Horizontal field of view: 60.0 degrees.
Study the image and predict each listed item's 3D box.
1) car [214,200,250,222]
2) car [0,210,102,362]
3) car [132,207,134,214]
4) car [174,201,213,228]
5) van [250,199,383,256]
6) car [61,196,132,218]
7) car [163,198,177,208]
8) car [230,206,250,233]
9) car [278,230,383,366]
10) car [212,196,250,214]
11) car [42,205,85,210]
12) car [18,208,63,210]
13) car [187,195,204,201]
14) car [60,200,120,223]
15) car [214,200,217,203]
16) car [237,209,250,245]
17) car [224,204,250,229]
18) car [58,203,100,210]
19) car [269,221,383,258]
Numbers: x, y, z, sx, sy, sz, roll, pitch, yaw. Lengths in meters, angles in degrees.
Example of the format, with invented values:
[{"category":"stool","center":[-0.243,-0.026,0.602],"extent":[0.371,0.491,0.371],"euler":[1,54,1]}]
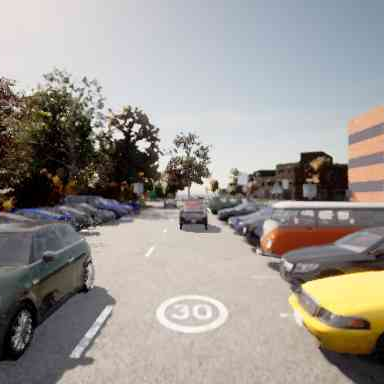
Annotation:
[{"category":"car","center":[4.419,1.589,24.639],"extent":[5.008,1.535,2.097],"euler":[0,0,0]},{"category":"car","center":[-3.350,1.380,5.953],"extent":[2.097,1.767,4.553],"euler":[0,0,0]},{"category":"car","center":[-8.097,1.482,33.034],"extent":[4.553,1.767,2.185],"euler":[0,-1,0]},{"category":"car","center":[0.099,1.594,22.844],"extent":[2.128,1.511,4.902],"euler":[0,0,0]},{"category":"van","center":[4.297,1.302,10.512],"extent":[4.442,1.987,1.878],"euler":[0,0,0]},{"category":"car","center":[-8.132,1.347,27.255],"extent":[5.566,2.045,2.435],"euler":[0,0,0]},{"category":"car","center":[-3.254,1.710,50.426],"extent":[1.812,1.442,4.674],"euler":[0,0,0]},{"category":"car","center":[4.411,1.594,16.162],"extent":[4.674,1.452,2.002],"euler":[0,0,0]},{"category":"car","center":[4.229,1.500,4.860],"extent":[5.366,1.575,1.946],"euler":[0,0,0]},{"category":"car","center":[4.441,1.356,30.292],"extent":[5.566,2.045,2.435],"euler":[0,0,0]},{"category":"car","center":[-8.150,1.553,16.083],"extent":[5.008,1.535,2.097],"euler":[0,0,0]},{"category":"car","center":[-8.150,1.540,13.259],"extent":[5.008,1.535,2.097],"euler":[0,0,0]},{"category":"car","center":[0.097,1.504,42.134],"extent":[2.097,1.767,4.553],"euler":[0,0,0]},{"category":"car","center":[-8.166,1.590,24.554],"extent":[4.892,1.521,2.231],"euler":[0,0,0]},{"category":"car","center":[4.416,1.639,27.466],"extent":[4.674,1.452,2.002],"euler":[0,0,0]},{"category":"car","center":[4.443,1.571,13.336],"extent":[4.792,1.488,2.163],"euler":[0,0,0]},{"category":"car","center":[4.416,1.606,18.988],"extent":[4.674,1.452,2.002],"euler":[0,0,0]},{"category":"car","center":[-8.151,1.567,18.907],"extent":[4.892,1.521,2.231],"euler":[0,0,0]},{"category":"car","center":[4.417,1.556,7.685],"extent":[4.674,1.452,2.002],"euler":[0,0,0]}]
